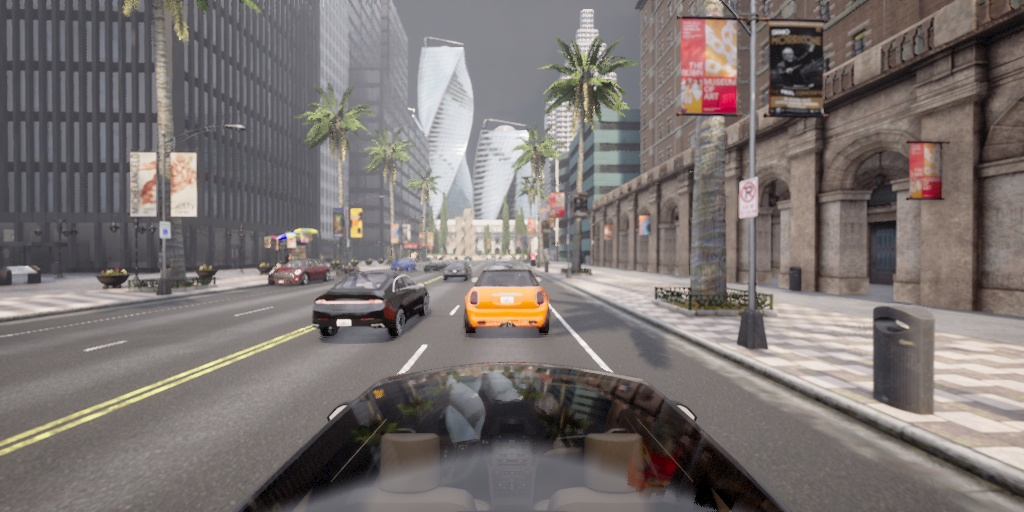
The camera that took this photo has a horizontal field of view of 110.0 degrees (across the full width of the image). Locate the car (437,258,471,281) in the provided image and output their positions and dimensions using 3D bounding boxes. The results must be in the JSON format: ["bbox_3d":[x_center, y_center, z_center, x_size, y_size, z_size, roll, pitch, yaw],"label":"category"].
[{"bbox_3d":[-4.244,1.148,28.409,2.033,1.411,5.357,0,0,-2],"label":"car"}]

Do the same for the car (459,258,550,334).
[{"bbox_3d":[-0.157,1.050,10.573,2.097,1.767,4.553,0,0,-1],"label":"car"}]

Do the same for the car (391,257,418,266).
[{"bbox_3d":[-11.881,1.020,39.696,1.882,1.535,5.008,0,0,-2],"label":"car"}]

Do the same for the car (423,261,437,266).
[{"bbox_3d":[-8.351,1.145,38.955,1.895,1.301,4.718,0,0,-2],"label":"car"}]

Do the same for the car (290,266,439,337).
[{"bbox_3d":[-3.648,1.198,10.098,2.128,1.511,4.902,0,0,-1],"label":"car"}]
